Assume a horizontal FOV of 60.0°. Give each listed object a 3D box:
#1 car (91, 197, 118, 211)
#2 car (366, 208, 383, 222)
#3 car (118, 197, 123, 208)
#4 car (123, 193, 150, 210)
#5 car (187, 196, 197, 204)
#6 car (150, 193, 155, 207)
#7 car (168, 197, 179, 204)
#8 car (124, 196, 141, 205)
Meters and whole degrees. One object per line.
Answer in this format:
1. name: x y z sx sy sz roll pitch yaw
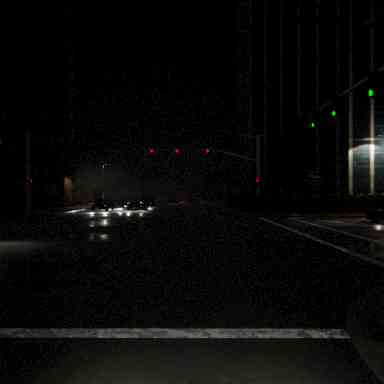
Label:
1. car: -10.619 1.526 39.912 1.812 1.442 4.674 0 0 0
2. car: 15.459 1.478 24.352 5.008 1.535 1.882 0 0 -1
3. car: -10.641 1.491 49.181 2.128 1.511 4.902 0 0 0
4. car: -7.141 1.352 43.421 2.097 1.767 4.553 0 0 0
5. car: -0.065 1.526 64.979 1.812 1.442 4.674 0 0 0
6. car: -7.139 1.221 52.923 2.150 2.045 5.566 0 0 0
7. car: -3.566 1.601 65.546 1.895 1.301 4.718 0 0 0
8. car: -10.611 1.491 59.364 2.128 1.511 4.902 0 0 0
